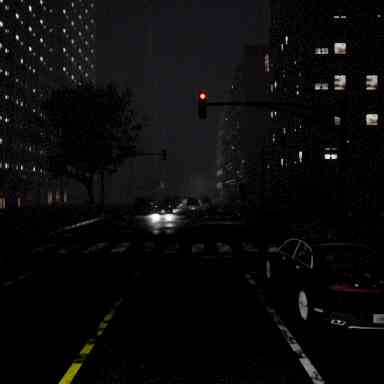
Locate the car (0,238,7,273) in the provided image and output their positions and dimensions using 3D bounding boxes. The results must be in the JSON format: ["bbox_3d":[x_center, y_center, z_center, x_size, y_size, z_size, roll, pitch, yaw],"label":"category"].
[{"bbox_3d":[-5.690,1.545,6.872,1.887,1.381,4.507,0,0,0],"label":"car"}]

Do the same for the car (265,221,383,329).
[{"bbox_3d":[2.690,1.551,6.871,2.008,1.369,4.403,0,0,0],"label":"car"}]

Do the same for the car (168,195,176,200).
[{"bbox_3d":[-5.677,1.645,94.489,2.008,1.369,4.403,0,0,0],"label":"car"}]

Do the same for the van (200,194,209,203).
[{"bbox_3d":[2.700,1.395,72.397,1.690,1.788,3.998,0,0,0],"label":"van"}]

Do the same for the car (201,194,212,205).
[{"bbox_3d":[2.699,1.605,61.350,1.947,1.339,4.313,0,0,0],"label":"car"}]

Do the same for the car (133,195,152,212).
[{"bbox_3d":[-5.686,1.332,39.261,2.192,1.841,5.009,0,0,0],"label":"car"}]

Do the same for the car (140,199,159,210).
[{"bbox_3d":[-5.685,1.588,44.784,1.947,1.339,4.313,0,0,0],"label":"car"}]

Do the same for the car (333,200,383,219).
[{"bbox_3d":[13.430,1.347,26.275,4.403,1.369,2.008,-1,1,-1],"label":"car"}]

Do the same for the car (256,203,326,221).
[{"bbox_3d":[7.077,1.513,24.299,4.718,1.301,1.895,-2,0,9],"label":"car"}]

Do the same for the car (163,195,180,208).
[{"bbox_3d":[-3.091,1.549,46.223,1.812,1.442,4.674,0,0,0],"label":"car"}]

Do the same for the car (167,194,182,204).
[{"bbox_3d":[-3.076,1.558,55.402,1.812,1.442,4.674,0,0,0],"label":"car"}]

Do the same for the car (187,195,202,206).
[{"bbox_3d":[0.110,1.595,54.646,1.994,1.385,4.181,0,0,0],"label":"car"}]

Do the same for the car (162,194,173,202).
[{"bbox_3d":[-5.680,1.378,77.920,2.192,1.841,5.009,0,0,0],"label":"car"}]

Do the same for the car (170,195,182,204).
[{"bbox_3d":[-3.032,1.396,65.121,2.097,1.767,4.553,0,0,0],"label":"car"}]

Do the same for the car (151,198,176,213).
[{"bbox_3d":[-3.083,1.616,37.110,1.895,1.301,4.718,0,0,-1],"label":"car"}]

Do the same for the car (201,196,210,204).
[{"bbox_3d":[2.700,1.571,67.043,1.752,1.417,4.829,0,0,0],"label":"car"}]
